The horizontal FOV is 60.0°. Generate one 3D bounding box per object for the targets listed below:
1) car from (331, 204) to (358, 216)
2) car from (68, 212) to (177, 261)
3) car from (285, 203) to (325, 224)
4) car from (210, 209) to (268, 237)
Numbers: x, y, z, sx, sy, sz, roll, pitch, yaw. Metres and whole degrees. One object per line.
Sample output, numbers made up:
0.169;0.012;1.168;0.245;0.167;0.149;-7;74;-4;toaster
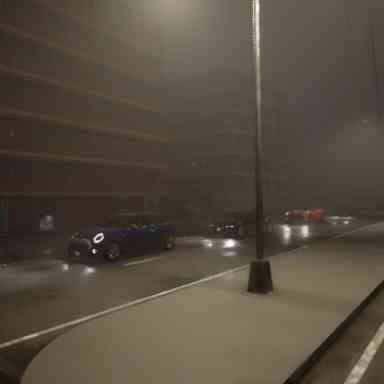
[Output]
17.629;2.078;38.416;1.994;1.385;4.181;-2;-2;40;car
-2.748;1.677;13.848;2.097;1.767;4.553;-2;-1;40;car
9.938;1.794;29.187;2.097;1.767;4.553;-2;-1;40;car
3.064;1.882;20.871;1.837;1.490;4.892;-2;-1;40;car
